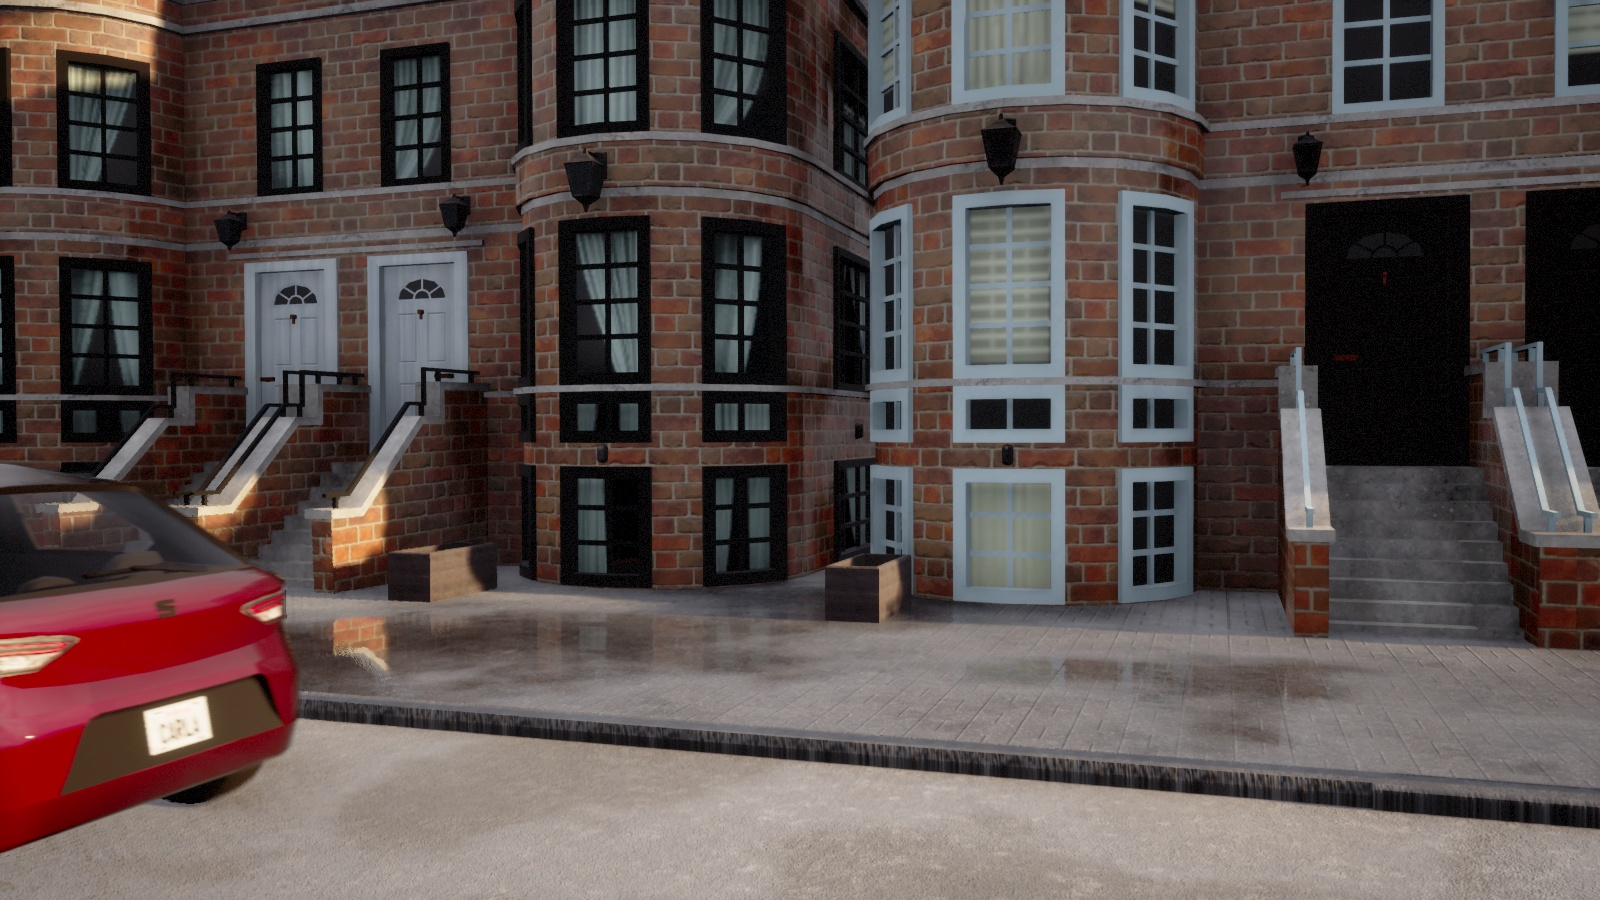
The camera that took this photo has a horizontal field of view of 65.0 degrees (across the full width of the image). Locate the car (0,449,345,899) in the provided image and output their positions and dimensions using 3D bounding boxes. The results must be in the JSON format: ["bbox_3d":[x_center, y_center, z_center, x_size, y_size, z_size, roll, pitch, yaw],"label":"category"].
[{"bbox_3d":[-4.201,0.742,5.116,4.193,1.474,1.816,1,1,19],"label":"car"}]
